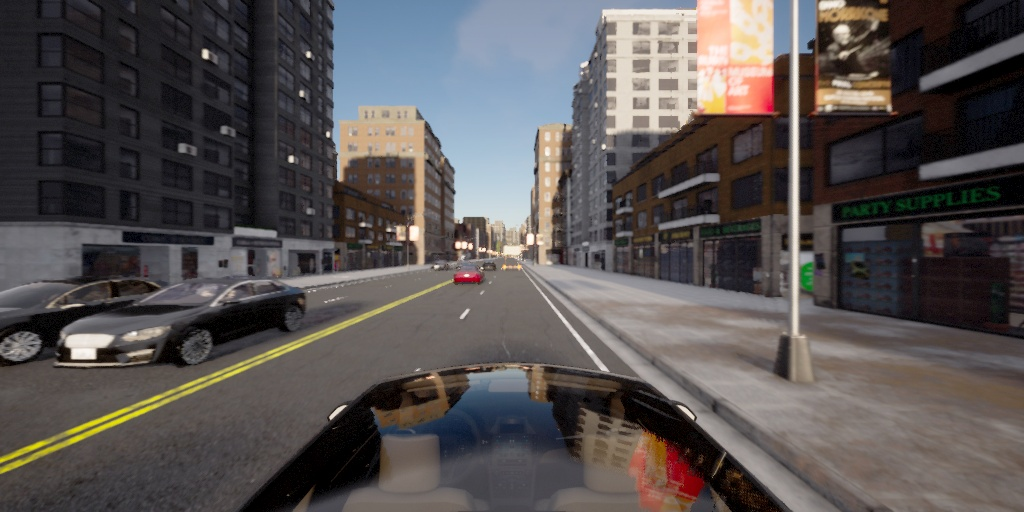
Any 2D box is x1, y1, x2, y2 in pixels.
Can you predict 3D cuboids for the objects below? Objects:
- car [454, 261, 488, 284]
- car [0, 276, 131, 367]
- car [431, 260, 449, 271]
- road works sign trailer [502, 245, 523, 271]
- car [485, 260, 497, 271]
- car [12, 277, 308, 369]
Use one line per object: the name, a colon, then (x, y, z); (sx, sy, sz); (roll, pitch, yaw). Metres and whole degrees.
car: (-3.159, 1.326, 27.036); (1.994, 1.385, 4.181); (0, 0, 0)
car: (-9.851, 1.257, 8.015); (1.837, 1.490, 4.892); (0, 0, 0)
car: (-9.847, 1.265, 49.321); (2.128, 1.511, 4.902); (0, 0, 0)
road works sign trailer: (-0.021, 0.239, 50.123); (2.380, 3.560, 2.880); (0, 0, 0)
car: (-3.170, 1.281, 51.113); (1.837, 1.490, 4.892); (0, 0, 0)
car: (-6.602, 1.244, 7.976); (2.128, 1.511, 4.902); (0, 0, 0)
